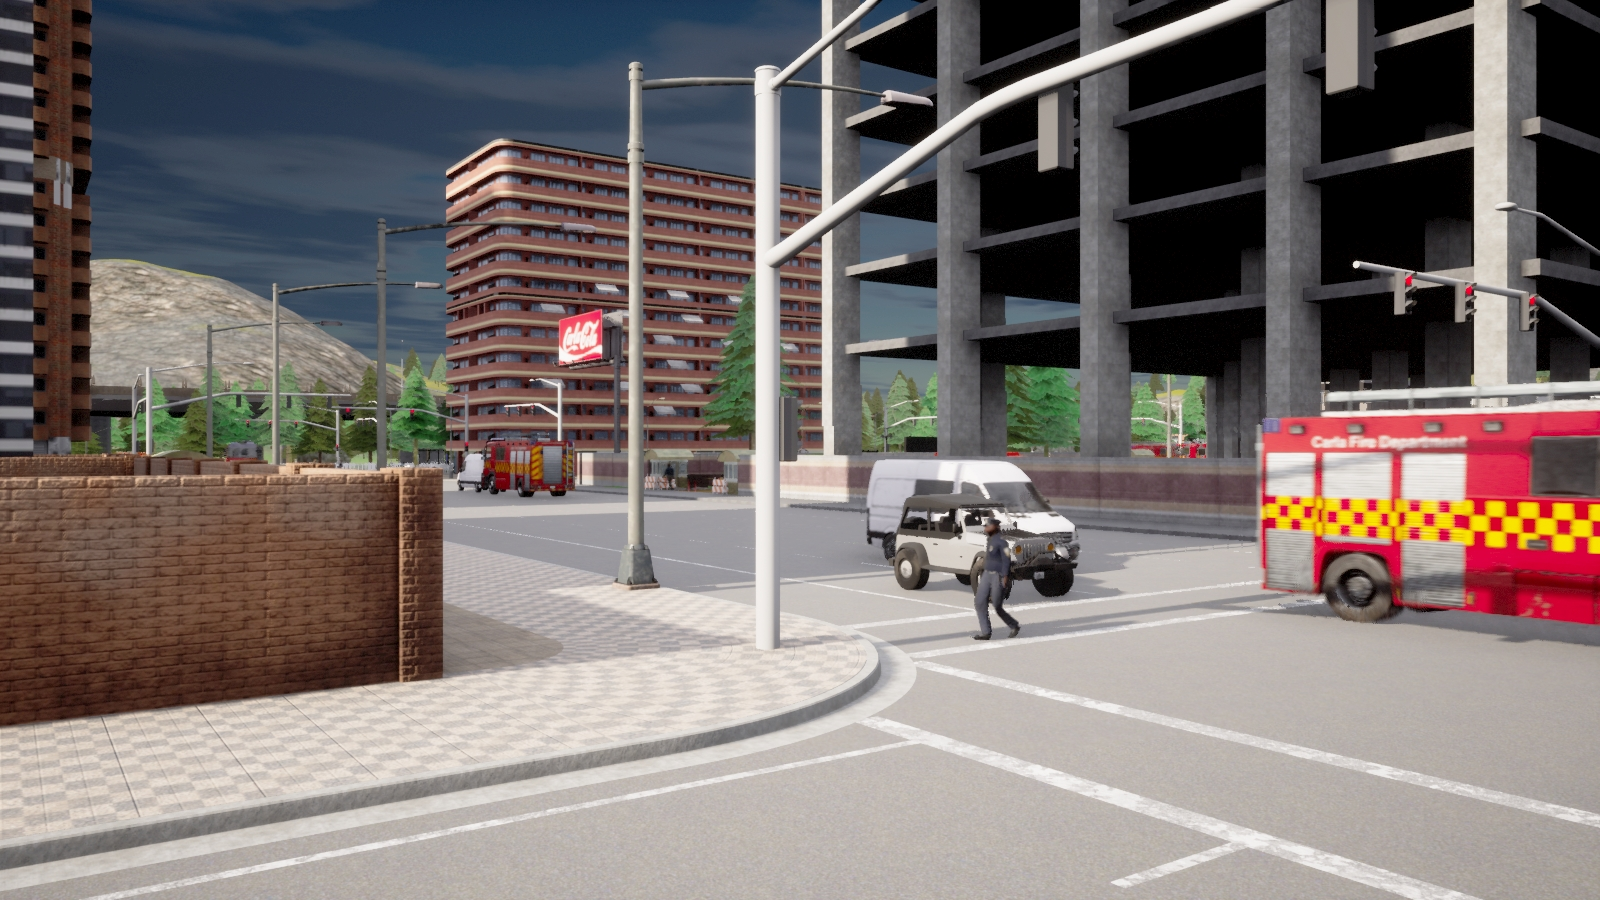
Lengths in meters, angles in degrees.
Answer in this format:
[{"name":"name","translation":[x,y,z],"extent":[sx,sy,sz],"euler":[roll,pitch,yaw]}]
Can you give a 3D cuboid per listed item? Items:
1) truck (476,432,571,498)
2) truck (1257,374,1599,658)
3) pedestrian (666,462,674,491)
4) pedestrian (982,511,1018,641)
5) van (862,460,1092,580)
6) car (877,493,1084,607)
[{"name":"truck","translation":[-17.186,0.889,70.593],"extent":[2.891,3.827,8.468],"euler":[0,0,-34]},{"name":"truck","translation":[11.447,0.889,16.919],"extent":[2.891,3.827,8.468],"euler":[0,0,-36]},{"name":"pedestrian","translation":[-8.333,1.694,73.203],"extent":[0.375,1.860,0.375],"euler":[0,0,-32]},{"name":"pedestrian","translation":[2.946,1.848,16.859],"extent":[0.375,1.860,0.375],"euler":[0,0,-26]},{"name":"van","translation":[4.099,1.533,27.689],"extent":[1.988,2.561,5.915],"euler":[0,0,-35]},{"name":"car","translation":[3.447,1.856,22.431],"extent":[1.905,1.878,3.866],"euler":[0,0,-33]}]
